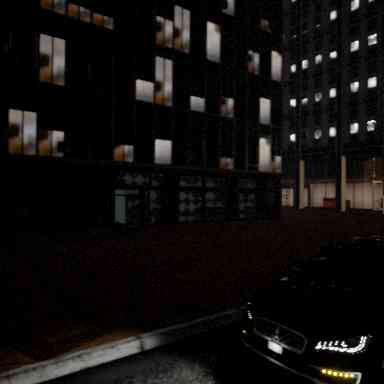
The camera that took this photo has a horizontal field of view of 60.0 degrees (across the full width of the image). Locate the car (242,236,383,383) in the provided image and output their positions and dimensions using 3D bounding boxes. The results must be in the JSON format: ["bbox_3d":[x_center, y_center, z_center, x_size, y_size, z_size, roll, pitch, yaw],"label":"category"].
[{"bbox_3d":[2.912,1.509,5.152,4.892,1.490,1.837,0,0,-35],"label":"car"}]
